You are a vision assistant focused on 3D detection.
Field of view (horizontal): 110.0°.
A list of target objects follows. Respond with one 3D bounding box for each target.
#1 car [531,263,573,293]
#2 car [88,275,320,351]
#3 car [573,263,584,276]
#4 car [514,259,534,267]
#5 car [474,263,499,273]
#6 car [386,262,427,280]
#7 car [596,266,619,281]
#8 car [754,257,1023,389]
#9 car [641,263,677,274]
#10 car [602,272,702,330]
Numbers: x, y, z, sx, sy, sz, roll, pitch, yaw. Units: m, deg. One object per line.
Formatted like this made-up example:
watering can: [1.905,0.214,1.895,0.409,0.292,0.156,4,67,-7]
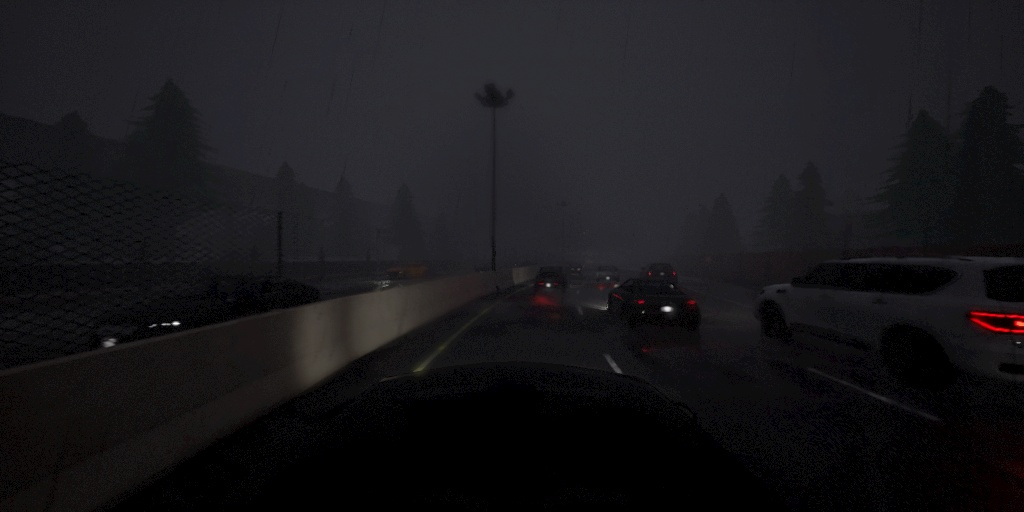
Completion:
car: [2.525,1.353,21.938,1.837,1.490,4.892,0,0,12]
car: [-6.684,1.234,8.585,2.128,1.511,4.902,0,0,4]
car: [7.193,1.502,41.165,2.033,1.411,5.357,0,0,14]
car: [2.155,1.473,50.554,1.837,1.490,4.892,0,-1,14]
car: [-3.120,1.511,43.987,1.895,1.301,4.718,0,0,14]
car: [-9.519,1.306,32.877,1.882,1.535,5.008,0,0,14]
car: [8.361,1.521,31.399,1.895,1.301,4.718,0,0,14]
car: [7.350,1.035,7.061,2.150,2.045,5.566,0,0,4]
car: [10.822,1.265,26.687,2.097,1.767,4.553,0,0,14]
car: [4.308,1.379,11.436,1.994,1.385,4.181,0,0,6]
